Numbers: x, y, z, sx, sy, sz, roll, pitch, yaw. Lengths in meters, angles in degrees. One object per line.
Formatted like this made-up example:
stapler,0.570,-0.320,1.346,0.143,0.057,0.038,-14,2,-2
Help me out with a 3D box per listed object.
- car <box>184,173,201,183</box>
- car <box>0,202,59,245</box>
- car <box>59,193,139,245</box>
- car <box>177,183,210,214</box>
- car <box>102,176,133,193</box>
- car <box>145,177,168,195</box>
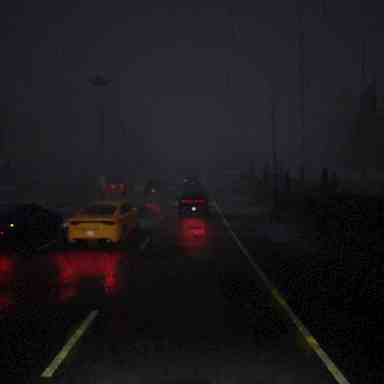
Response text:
car,0.041,-1.356,37.205,1.812,1.442,4.674,0,7,0
car,-6.891,1.133,13.367,1.812,1.442,4.674,0,3,0
car,-3.391,1.075,13.552,1.882,1.535,5.008,0,3,0
car,0.101,0.497,21.745,1.837,1.490,4.892,0,5,0
car,-6.934,-0.722,31.206,2.097,1.767,4.553,0,8,0
car,-3.438,-0.683,32.076,1.837,1.490,4.892,0,8,0
